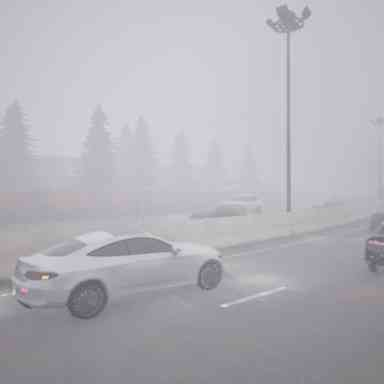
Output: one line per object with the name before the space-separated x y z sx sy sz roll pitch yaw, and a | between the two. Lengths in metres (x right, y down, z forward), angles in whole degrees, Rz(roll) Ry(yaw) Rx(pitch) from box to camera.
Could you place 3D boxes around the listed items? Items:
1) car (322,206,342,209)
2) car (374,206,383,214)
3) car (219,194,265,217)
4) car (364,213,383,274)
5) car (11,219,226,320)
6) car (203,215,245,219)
car | 14.160 1.623 33.926 1.895 1.301 4.718 0 0 35
car | 11.992 1.526 19.760 1.812 1.442 4.674 0 0 42
car | 5.151 1.276 33.544 2.150 2.045 5.566 0 0 38
car | 6.660 1.490 9.507 4.902 1.511 2.128 0 0 -41
car | -1.346 1.547 7.363 4.674 1.442 1.812 0 0 -38
car | 1.810 1.571 24.437 1.812 1.442 4.674 0 0 44
